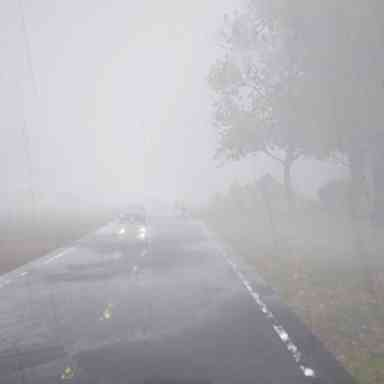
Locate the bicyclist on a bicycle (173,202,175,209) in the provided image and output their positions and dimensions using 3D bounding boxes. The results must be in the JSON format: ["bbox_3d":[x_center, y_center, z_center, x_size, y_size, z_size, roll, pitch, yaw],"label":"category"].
[{"bbox_3d":[-1.755,1.546,37.450,0.866,1.612,1.509,0,0,-8],"label":"bicyclist on a bicycle"}]

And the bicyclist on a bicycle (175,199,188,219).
[{"bbox_3d":[-0.758,1.524,29.157,0.866,1.612,1.509,0,0,-6],"label":"bicyclist on a bicycle"}]

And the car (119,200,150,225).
[{"bbox_3d":[-4.331,1.605,25.090,1.812,1.442,4.674,0,0,-5],"label":"car"}]

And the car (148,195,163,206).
[{"bbox_3d":[-6.308,1.672,59.179,1.837,1.490,4.892,0,0,-12],"label":"car"}]

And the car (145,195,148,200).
[{"bbox_3d":[-10.223,1.562,75.218,2.097,1.767,4.553,0,0,-16],"label":"car"}]

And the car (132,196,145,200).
[{"bbox_3d":[-11.036,1.706,66.345,1.812,1.442,4.674,0,0,-13],"label":"car"}]
